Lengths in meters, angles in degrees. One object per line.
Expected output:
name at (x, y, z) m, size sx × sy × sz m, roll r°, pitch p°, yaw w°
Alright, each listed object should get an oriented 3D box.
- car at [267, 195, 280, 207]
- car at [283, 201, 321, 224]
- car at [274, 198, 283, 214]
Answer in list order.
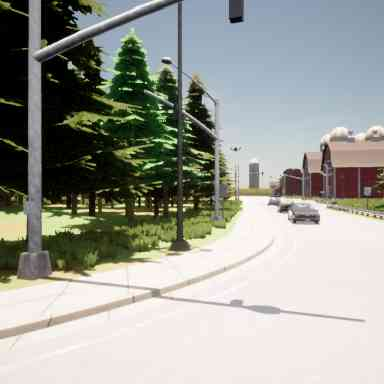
car at (12.908, 1.564, 52.010) m, size 1.994 × 1.385 × 4.181 m, roll 0°, pitch 0°, yaw 9°
car at (8.388, 1.547, 25.329) m, size 2.033 × 1.411 × 5.357 m, roll 0°, pitch 0°, yaw 10°
car at (10.269, 1.601, 35.731) m, size 1.895 × 1.301 × 4.718 m, roll 0°, pitch 0°, yaw 10°
